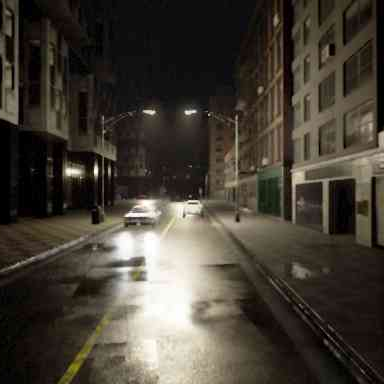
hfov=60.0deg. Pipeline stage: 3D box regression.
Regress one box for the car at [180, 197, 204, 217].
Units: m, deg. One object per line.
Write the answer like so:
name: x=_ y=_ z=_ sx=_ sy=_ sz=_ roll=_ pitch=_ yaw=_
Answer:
car: x=0.095 y=1.484 z=30.347 sx=1.812 sy=1.442 sz=4.674 roll=0 pitch=0 yaw=0

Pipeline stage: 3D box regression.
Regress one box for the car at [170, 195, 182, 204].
car: x=-3.009 y=1.333 z=63.765 sx=1.837 sy=1.490 sz=4.892 roll=0 pitch=0 yaw=0

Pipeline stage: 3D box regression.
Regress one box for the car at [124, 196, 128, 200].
car: x=-20.132 y=1.598 z=93.060 sx=4.313 sy=1.339 sz=1.947 roll=0 pitch=0 yaw=0

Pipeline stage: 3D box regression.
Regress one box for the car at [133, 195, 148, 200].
car: x=-14.483 y=1.574 z=93.055 sx=4.206 sy=1.307 sz=1.802 roll=0 pitch=0 yaw=0

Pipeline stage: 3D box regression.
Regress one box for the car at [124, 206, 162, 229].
car: x=-3.104 y=1.570 z=21.586 sx=1.895 sy=1.301 sz=4.718 roll=0 pitch=0 yaw=0

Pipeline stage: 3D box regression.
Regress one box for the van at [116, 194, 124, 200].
van: x=-20.132 y=1.311 z=84.535 sx=3.998 sy=1.788 sz=1.690 roll=0 pitch=0 yaw=0
